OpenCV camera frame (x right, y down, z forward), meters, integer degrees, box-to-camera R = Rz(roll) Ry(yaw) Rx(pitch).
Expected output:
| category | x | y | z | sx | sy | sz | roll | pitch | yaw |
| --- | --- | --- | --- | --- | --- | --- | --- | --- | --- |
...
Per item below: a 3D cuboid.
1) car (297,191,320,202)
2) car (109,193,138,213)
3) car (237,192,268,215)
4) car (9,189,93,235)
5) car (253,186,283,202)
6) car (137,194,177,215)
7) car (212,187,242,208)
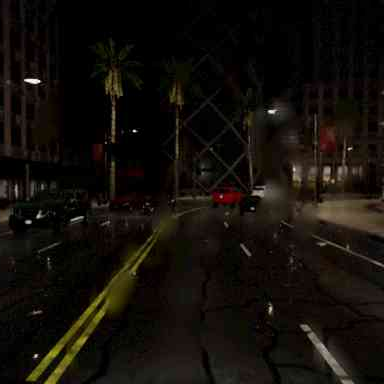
| category | x | y | z | sx | sy | sz | roll | pitch | yaw |
| --- | --- | --- | --- | --- | --- | --- | --- | --- | --- |
| car | 16.556 | 0.598 | 46.927 | 4.181 | 1.385 | 1.994 | -1 | 2 | -43 |
| car | -5.438 | 0.872 | 28.781 | 1.882 | 1.535 | 5.008 | 0 | 1 | 13 |
| car | 4.796 | 0.982 | 26.162 | 1.812 | 1.442 | 4.674 | 0 | 1 | 11 |
| car | -6.818 | 0.863 | 16.809 | 2.150 | 2.045 | 5.566 | 0 | 1 | 2 |
| car | 10.493 | 0.264 | 45.949 | 2.150 | 2.045 | 5.566 | 1 | 1 | 42 |
| car | -2.495 | 1.000 | 26.730 | 1.837 | 1.490 | 4.892 | 0 | 1 | 11 |
| car | 3.878 | 0.498 | 34.896 | 2.150 | 2.045 | 5.566 | 1 | 1 | 23 |
